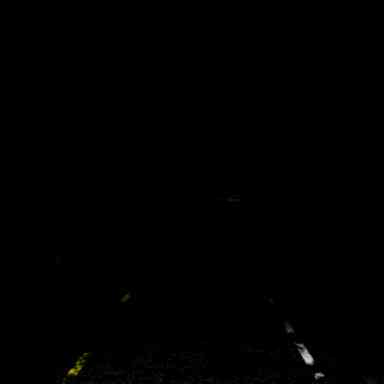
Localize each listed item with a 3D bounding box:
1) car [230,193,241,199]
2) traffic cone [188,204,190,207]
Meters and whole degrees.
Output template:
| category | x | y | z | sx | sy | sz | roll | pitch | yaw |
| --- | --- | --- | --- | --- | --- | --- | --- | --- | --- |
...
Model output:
| category | x | y | z | sx | sy | sz | roll | pitch | yaw |
| --- | --- | --- | --- | --- | --- | --- | --- | --- | --- |
| car | 10.666 | 0.917 | 82.095 | 2.097 | 1.767 | 4.553 | 0 | 0 | 17 |
| traffic cone | -0.402 | 1.715 | 45.308 | 0.340 | 0.580 | 0.340 | 0 | 0 | 9 |
